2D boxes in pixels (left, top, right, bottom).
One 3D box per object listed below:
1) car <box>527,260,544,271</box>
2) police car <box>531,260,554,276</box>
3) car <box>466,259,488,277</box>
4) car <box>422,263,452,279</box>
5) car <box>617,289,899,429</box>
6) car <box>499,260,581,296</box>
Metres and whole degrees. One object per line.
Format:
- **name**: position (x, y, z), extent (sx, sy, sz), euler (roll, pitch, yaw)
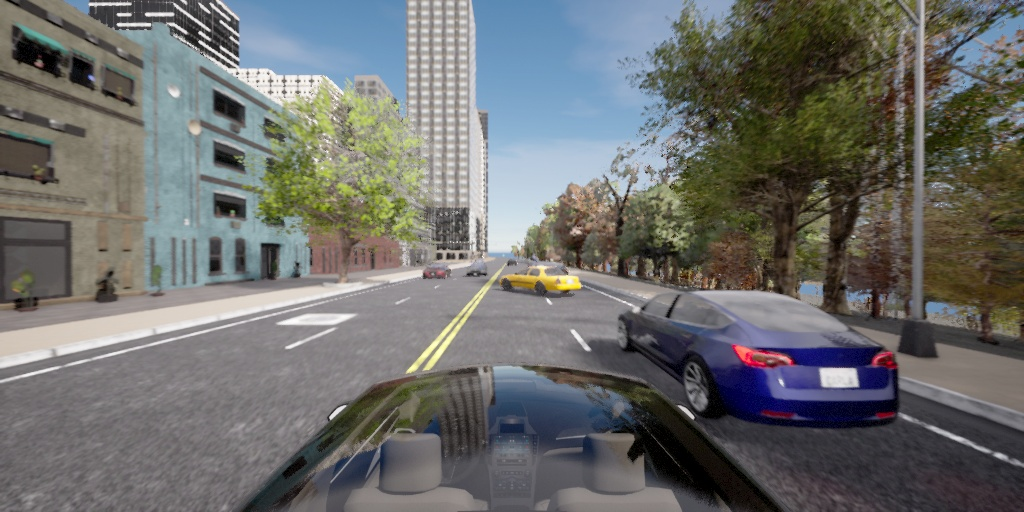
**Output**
- **car**: position (3.229, 1.320, 49.875), extent (1.994, 1.385, 4.181), euler (0, 0, 0)
- **police car**: position (3.234, 1.260, 38.875), extent (2.038, 1.542, 4.974), euler (0, 0, 0)
- **car**: position (-3.350, 1.301, 35.612), extent (2.033, 1.411, 5.357), euler (0, 0, 0)
- **car**: position (-6.597, 1.317, 31.948), extent (1.994, 1.385, 4.181), euler (0, 0, 0)
- **car**: position (3.249, 1.254, 5.903), extent (2.163, 1.488, 4.792), euler (0, 0, 0)
- **car**: position (1.306, 1.208, 19.594), extent (1.801, 1.575, 5.366), euler (0, 0, -37)
